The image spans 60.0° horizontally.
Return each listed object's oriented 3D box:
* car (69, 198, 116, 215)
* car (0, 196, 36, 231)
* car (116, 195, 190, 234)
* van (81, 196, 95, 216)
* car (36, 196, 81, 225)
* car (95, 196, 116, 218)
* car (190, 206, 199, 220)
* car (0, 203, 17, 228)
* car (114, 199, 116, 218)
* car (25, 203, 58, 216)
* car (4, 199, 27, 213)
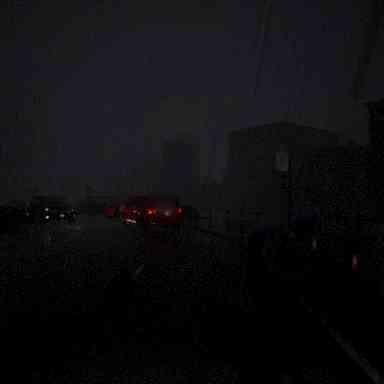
[{"bbox_3d":[-11.085,1.587,37.183,4.553,1.767,2.185,0,-1,-38],"label":"car"},{"bbox_3d":[-12.571,1.280,19.380,5.566,2.045,2.435,0,-1,-38],"label":"car"},{"bbox_3d":[-2.462,1.175,19.231,2.150,2.045,5.566,0,0,-28],"label":"car"},{"bbox_3d":[-9.275,1.420,34.747,4.442,1.987,1.878,0,-1,-38],"label":"van"},{"bbox_3d":[-10.550,1.290,24.838,2.150,2.045,5.566,0,-1,-38],"label":"car"},{"bbox_3d":[-5.370,1.275,29.942,5.566,2.045,2.435,0,-1,-38],"label":"car"},{"bbox_3d":[-1.665,1.320,25.280,4.553,1.767,2.185,0,-1,-38],"label":"car"},{"bbox_3d":[-14.247,1.569,21.453,4.892,1.521,2.231,0,-1,-38],"label":"car"},{"bbox_3d":[-3.532,1.486,27.671,5.008,1.535,2.097,0,-1,-38],"label":"car"},{"bbox_3d":[-17.280,1.938,38.123,4.181,1.385,1.994,-2,-2,43],"label":"car"},{"bbox_3d":[-27.781,2.235,52.252,2.150,2.045,5.566,0,-2,-38],"label":"car"}]
